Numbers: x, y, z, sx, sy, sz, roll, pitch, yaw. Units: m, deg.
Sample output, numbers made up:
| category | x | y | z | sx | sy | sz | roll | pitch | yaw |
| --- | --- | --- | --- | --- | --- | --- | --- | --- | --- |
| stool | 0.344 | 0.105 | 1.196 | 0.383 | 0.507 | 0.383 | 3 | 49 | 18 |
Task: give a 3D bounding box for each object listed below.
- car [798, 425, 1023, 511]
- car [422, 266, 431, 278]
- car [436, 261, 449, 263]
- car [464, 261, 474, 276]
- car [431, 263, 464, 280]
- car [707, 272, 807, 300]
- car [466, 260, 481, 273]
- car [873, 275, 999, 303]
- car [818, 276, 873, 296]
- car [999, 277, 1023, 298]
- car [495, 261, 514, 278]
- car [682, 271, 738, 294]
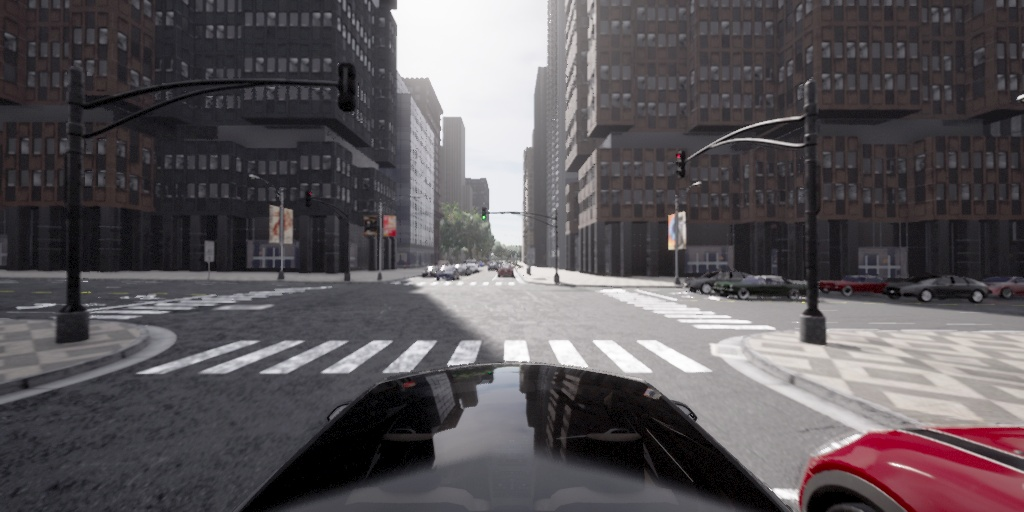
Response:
| category | x | y | z | sx | sy | sz | roll | pitch | yaw |
| --- | --- | --- | --- | --- | --- | --- | --- | --- | --- |
| car | 2.768 | 1.176 | 0.596 | 1.967 | 1.591 | 4.097 | 0 | 0 | 0 |
| car | -9.226 | 1.801 | 41.903 | 1.948 | 1.339 | 4.313 | 0 | 0 | -1 |
| car | -9.274 | 1.626 | 47.328 | 2.192 | 1.841 | 5.009 | 0 | 0 | -1 |
| car | -6.604 | 1.799 | 47.074 | 2.128 | 1.511 | 4.902 | 0 | -1 | 0 |
| car | -6.505 | 1.710 | 36.807 | 2.033 | 1.411 | 5.357 | 0 | -1 | -1 |
| car | 14.263 | 1.804 | 20.723 | 4.718 | 1.301 | 1.895 | 1 | -1 | -3 |
| car | -6.684 | 1.679 | 57.708 | 2.150 | 2.045 | 5.566 | 0 | -1 | 0 |
| car | 24.463 | 1.855 | 20.806 | 4.892 | 1.490 | 1.837 | 1 | -1 | 0 |
| car | 23.192 | 1.967 | 24.029 | 4.718 | 1.301 | 1.895 | 1 | -1 | -1 |
| car | 33.158 | 2.075 | 24.114 | 4.181 | 1.385 | 1.994 | 1 | -1 | 0 |
| car | -0.701 | 1.675 | 41.976 | 1.967 | 1.591 | 4.097 | 0 | 0 | -1 |
| car | 13.972 | 1.738 | 23.972 | 4.892 | 1.490 | 1.837 | 1 | -1 | 0 |
